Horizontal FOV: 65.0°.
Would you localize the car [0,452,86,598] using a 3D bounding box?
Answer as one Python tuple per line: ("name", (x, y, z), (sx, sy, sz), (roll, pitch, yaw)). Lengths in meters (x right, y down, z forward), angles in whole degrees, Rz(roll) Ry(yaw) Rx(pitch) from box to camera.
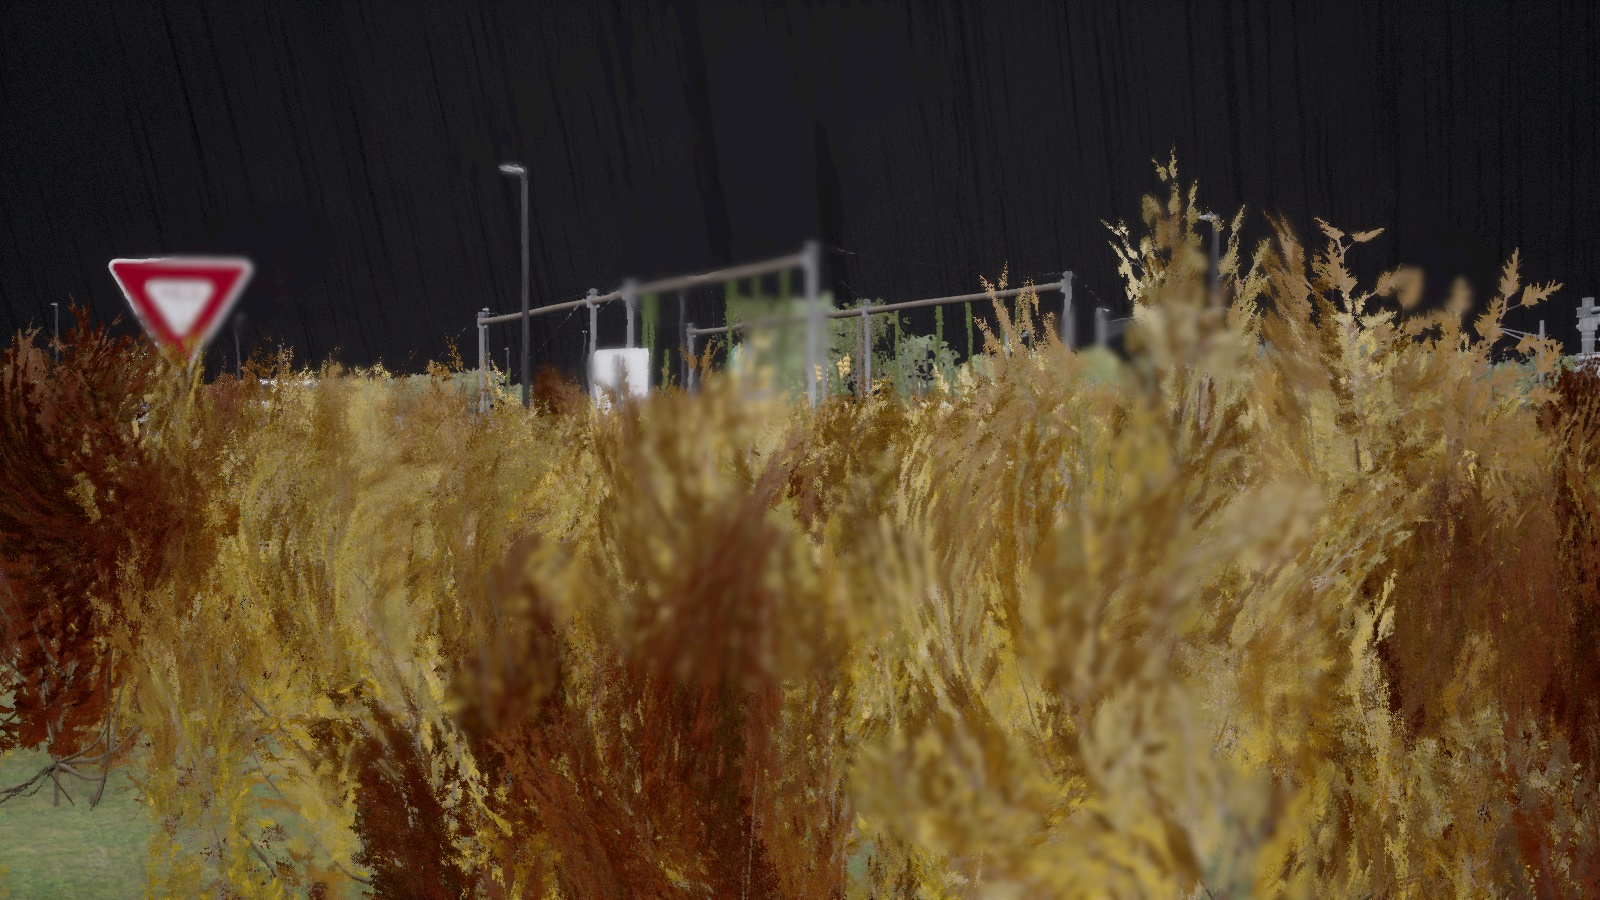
("car", (-10.417, 0.753, 13.385), (4.674, 1.442, 1.812), (0, 2, 6))
